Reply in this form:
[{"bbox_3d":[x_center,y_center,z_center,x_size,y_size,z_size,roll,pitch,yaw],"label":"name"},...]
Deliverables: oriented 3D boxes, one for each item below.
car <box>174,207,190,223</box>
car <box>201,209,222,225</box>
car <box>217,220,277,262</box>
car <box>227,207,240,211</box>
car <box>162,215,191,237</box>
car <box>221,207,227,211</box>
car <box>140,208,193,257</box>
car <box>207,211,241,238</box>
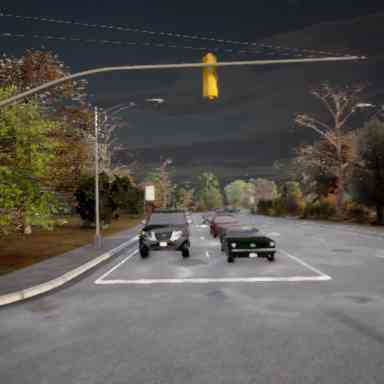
[{"bbox_3d":[-1.347,3.229,47.315,2.150,2.045,5.566,-1,-3,0],"label":"car"},{"bbox_3d":[2.204,3.103,40.171,1.837,1.490,4.892,-1,-3,-1],"label":"car"},{"bbox_3d":[2.317,2.141,14.596,1.895,1.301,4.718,-1,-2,1],"label":"car"},{"bbox_3d":[11.585,5.348,93.492,1.837,1.490,4.892,-2,-3,12],"label":"car"},{"bbox_3d":[-1.156,2.665,26.932,2.033,1.411,5.357,-1,-2,-1],"label":"car"},{"bbox_3d":[8.037,5.521,93.521,1.895,1.301,4.718,-2,-3,12],"label":"car"},{"bbox_3d":[-1.167,1.924,16.585,2.150,2.045,5.566,-1,-2,0],"label":"car"},{"bbox_3d":[2.357,2.391,23.980,1.882,1.535,5.008,-1,-2,0],"label":"car"}]
